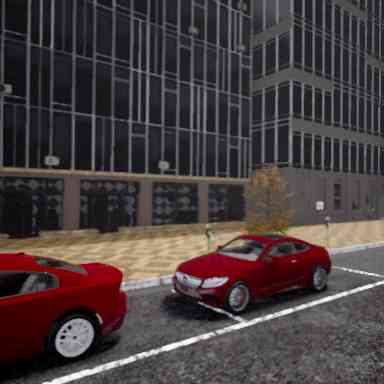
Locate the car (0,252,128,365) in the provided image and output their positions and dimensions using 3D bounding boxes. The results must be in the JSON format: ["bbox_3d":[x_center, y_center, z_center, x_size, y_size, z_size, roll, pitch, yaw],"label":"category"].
[{"bbox_3d":[-3.083,1.544,4.358,4.507,1.381,1.887,1,0,-35],"label":"car"}]

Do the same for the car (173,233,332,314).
[{"bbox_3d":[1.553,1.641,7.662,4.206,1.307,1.802,1,0,-35],"label":"car"}]
